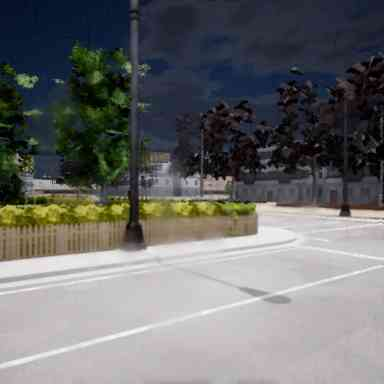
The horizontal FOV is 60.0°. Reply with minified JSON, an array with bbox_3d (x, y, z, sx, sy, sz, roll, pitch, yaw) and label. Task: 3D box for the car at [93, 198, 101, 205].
[{"bbox_3d":[-13.171,1.590,49.357,1.994,1.385,4.181,0,0,-36],"label":"car"}]
